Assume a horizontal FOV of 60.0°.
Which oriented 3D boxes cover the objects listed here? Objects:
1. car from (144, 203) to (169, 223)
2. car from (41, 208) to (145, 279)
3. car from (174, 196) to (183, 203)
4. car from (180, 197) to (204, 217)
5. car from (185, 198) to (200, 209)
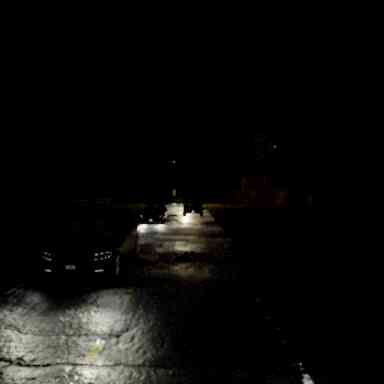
[{"bbox_3d":[-2.827,1.559,25.583,2.033,1.411,5.357,0,0,0],"label":"car"},{"bbox_3d":[-2.848,1.482,10.297,1.882,1.535,5.008,0,0,0],"label":"car"},{"bbox_3d":[-2.751,1.520,69.306,1.882,1.535,5.008,0,0,0],"label":"car"},{"bbox_3d":[0.099,1.519,32.064,1.837,1.490,4.892,0,-1,0],"label":"car"},{"bbox_3d":[0.073,1.587,45.523,1.994,1.385,4.181,0,0,-1],"label":"car"}]
